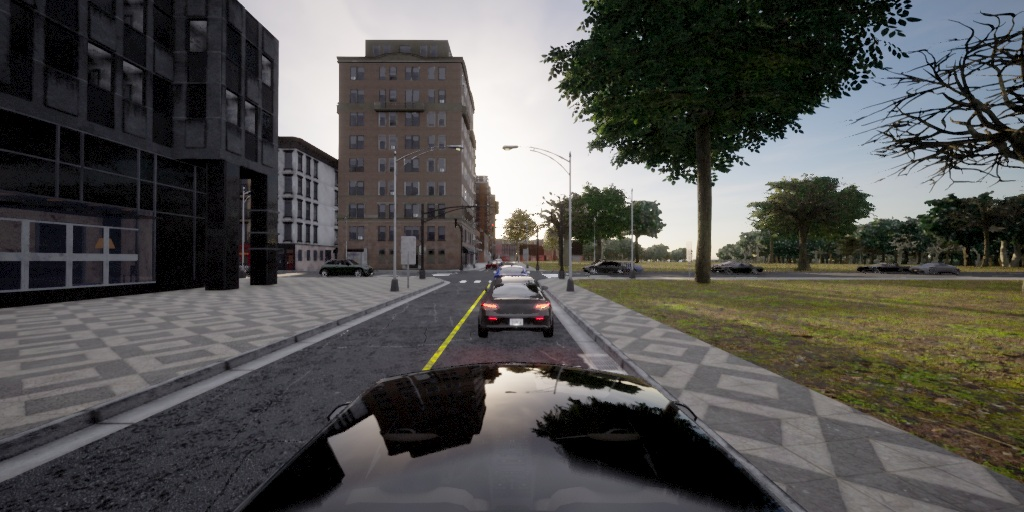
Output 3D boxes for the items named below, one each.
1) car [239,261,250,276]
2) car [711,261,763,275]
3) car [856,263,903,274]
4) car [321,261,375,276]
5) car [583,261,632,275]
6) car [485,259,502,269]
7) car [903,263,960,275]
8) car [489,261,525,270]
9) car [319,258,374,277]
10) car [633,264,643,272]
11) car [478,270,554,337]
[{"bbox_3d":[-27.294,1.218,33.233,4.902,1.511,2.128,0,-1,0],"label":"car"},{"bbox_3d":[25.254,1.431,40.187,4.718,1.301,1.895,0,-1,0],"label":"car"},{"bbox_3d":[44.820,1.500,43.464,4.718,1.301,1.895,0,-1,0],"label":"car"},{"bbox_3d":[-16.626,1.284,36.540,4.674,1.442,1.812,0,-1,-2],"label":"car"},{"bbox_3d":[10.409,1.322,40.117,4.892,1.490,1.837,1,-1,-1],"label":"car"},{"bbox_3d":[-3.082,1.430,56.216,1.895,1.301,4.718,0,0,1],"label":"car"},{"bbox_3d":[47.262,1.434,40.201,4.181,1.385,1.994,0,-1,0],"label":"car"},{"bbox_3d":[-0.014,1.241,19.532,1.882,1.535,5.008,0,0,0],"label":"car"},{"bbox_3d":[-15.244,1.074,33.293,4.553,1.767,2.097,0,-1,0],"label":"car"},{"bbox_3d":[13.003,1.401,43.386,5.357,1.411,2.033,0,-1,0],"label":"car"},{"bbox_3d":[0.076,1.280,10.143,1.812,1.442,4.674,0,0,-1],"label":"car"}]
